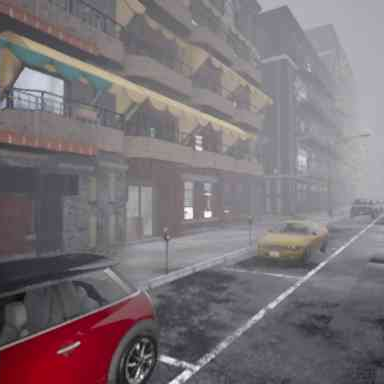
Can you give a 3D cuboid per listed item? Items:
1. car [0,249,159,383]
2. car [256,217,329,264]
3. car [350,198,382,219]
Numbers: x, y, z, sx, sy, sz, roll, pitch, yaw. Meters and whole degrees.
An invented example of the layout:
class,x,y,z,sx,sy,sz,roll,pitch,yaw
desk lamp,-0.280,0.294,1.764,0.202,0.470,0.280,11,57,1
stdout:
class,x,y,z,sx,sy,sz,roll,pitch,yaw
car,-2.174,1.509,3.153,1.967,1.590,4.097,0,0,33
car,3.906,1.643,12.480,1.752,1.417,4.829,0,0,33
car,16.343,1.524,31.562,2.192,1.841,5.009,0,0,33
